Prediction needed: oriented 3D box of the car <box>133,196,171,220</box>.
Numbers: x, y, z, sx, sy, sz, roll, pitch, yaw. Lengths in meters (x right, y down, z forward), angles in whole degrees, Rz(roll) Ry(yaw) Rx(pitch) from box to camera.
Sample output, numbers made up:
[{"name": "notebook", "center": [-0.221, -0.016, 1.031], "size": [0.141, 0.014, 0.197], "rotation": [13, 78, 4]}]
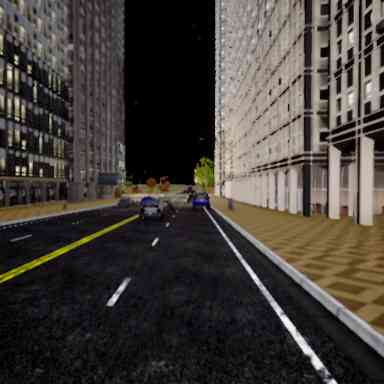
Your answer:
[{"name": "car", "center": [-3.140, 1.393, 27.372], "size": [2.128, 1.511, 4.902], "rotation": [0, 0, 0]}]

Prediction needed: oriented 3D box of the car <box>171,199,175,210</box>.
[{"name": "car", "center": [-3.134, 1.348, 39.205], "size": [2.128, 1.511, 4.902], "rotation": [0, 0, 0]}]

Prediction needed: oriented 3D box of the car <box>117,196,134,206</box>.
[{"name": "car", "center": [-9.784, 1.358, 49.761], "size": [2.033, 1.411, 5.357], "rotation": [0, 0, 1]}]

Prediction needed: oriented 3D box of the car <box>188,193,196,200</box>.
[{"name": "car", "center": [0.031, 0.997, 74.772], "size": [1.882, 1.535, 5.008], "rotation": [0, 0, 0]}]

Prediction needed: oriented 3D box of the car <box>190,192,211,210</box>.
[{"name": "car", "center": [1.155, 1.073, 41.262], "size": [2.150, 2.045, 5.566], "rotation": [0, 0, 0]}]

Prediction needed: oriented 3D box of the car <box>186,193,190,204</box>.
[{"name": "car", "center": [0.024, 1.274, 59.388], "size": [1.837, 1.490, 4.892], "rotation": [0, 0, 0]}]

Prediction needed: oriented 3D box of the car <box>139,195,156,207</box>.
[{"name": "car", "center": [-6.539, 1.289, 49.731], "size": [1.882, 1.535, 5.008], "rotation": [0, 0, 0]}]
